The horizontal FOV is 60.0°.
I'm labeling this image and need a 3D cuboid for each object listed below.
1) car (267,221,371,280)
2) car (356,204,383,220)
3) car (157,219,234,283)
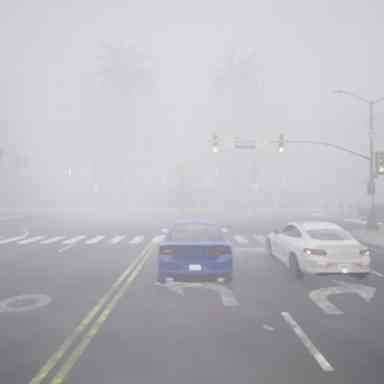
[{"bbox_3d":[3.585,1.591,10.083,1.812,1.442,4.674,0,0,0],"label":"car"},{"bbox_3d":[17.727,1.739,29.869,5.357,1.411,2.033,0,0,0],"label":"car"},{"bbox_3d":[0.085,1.542,9.922,1.882,1.535,5.008,0,0,0],"label":"car"}]
